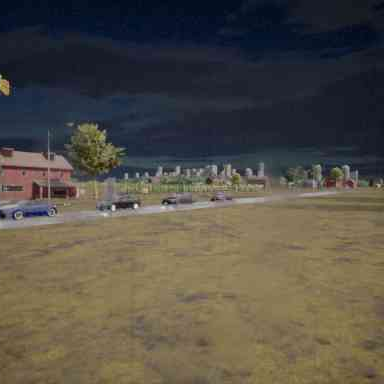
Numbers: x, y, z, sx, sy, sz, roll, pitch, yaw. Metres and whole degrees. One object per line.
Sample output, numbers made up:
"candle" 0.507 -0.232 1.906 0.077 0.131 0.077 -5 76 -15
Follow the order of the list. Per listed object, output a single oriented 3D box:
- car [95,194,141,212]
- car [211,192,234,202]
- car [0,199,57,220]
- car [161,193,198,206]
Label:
"car" -7.093 1.028 32.298 1.837 1.490 4.892 1 2 36
"car" 4.446 0.682 48.187 1.994 1.385 4.181 1 2 36
"car" -12.369 1.267 25.014 1.994 1.385 4.181 1 2 34
"car" -1.374 0.871 40.191 2.033 1.411 5.357 1 2 36
